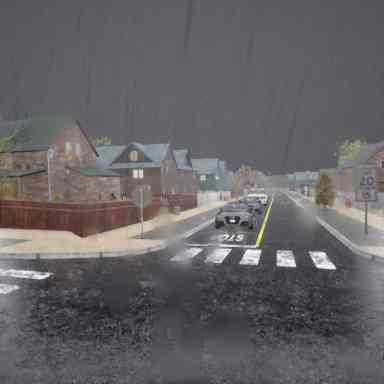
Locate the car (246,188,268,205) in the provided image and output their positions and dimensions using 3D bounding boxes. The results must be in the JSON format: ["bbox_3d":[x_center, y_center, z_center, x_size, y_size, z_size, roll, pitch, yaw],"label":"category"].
[{"bbox_3d":[7.657,0.605,38.919,2.150,2.045,5.566,-1,1,15],"label":"car"}]

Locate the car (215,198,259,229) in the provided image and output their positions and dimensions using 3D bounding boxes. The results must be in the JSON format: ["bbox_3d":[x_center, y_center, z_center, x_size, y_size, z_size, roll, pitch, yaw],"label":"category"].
[{"bbox_3d":[2.555,1.275,18.970,1.994,1.385,4.181,-1,1,14],"label":"car"}]

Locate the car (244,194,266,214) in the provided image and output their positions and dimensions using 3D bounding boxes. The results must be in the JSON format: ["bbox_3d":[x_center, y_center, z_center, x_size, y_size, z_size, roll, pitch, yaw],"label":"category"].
[{"bbox_3d":[5.016,1.118,28.603,1.994,1.385,4.181,-1,1,14],"label":"car"}]
